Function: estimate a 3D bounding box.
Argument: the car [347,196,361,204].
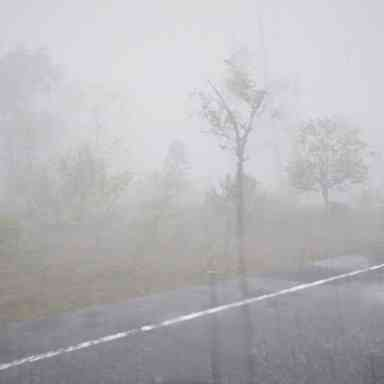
[{"bbox_3d":[30.012,1.412,59.308,1.994,1.385,4.181,0,0,-37],"label":"car"}]
